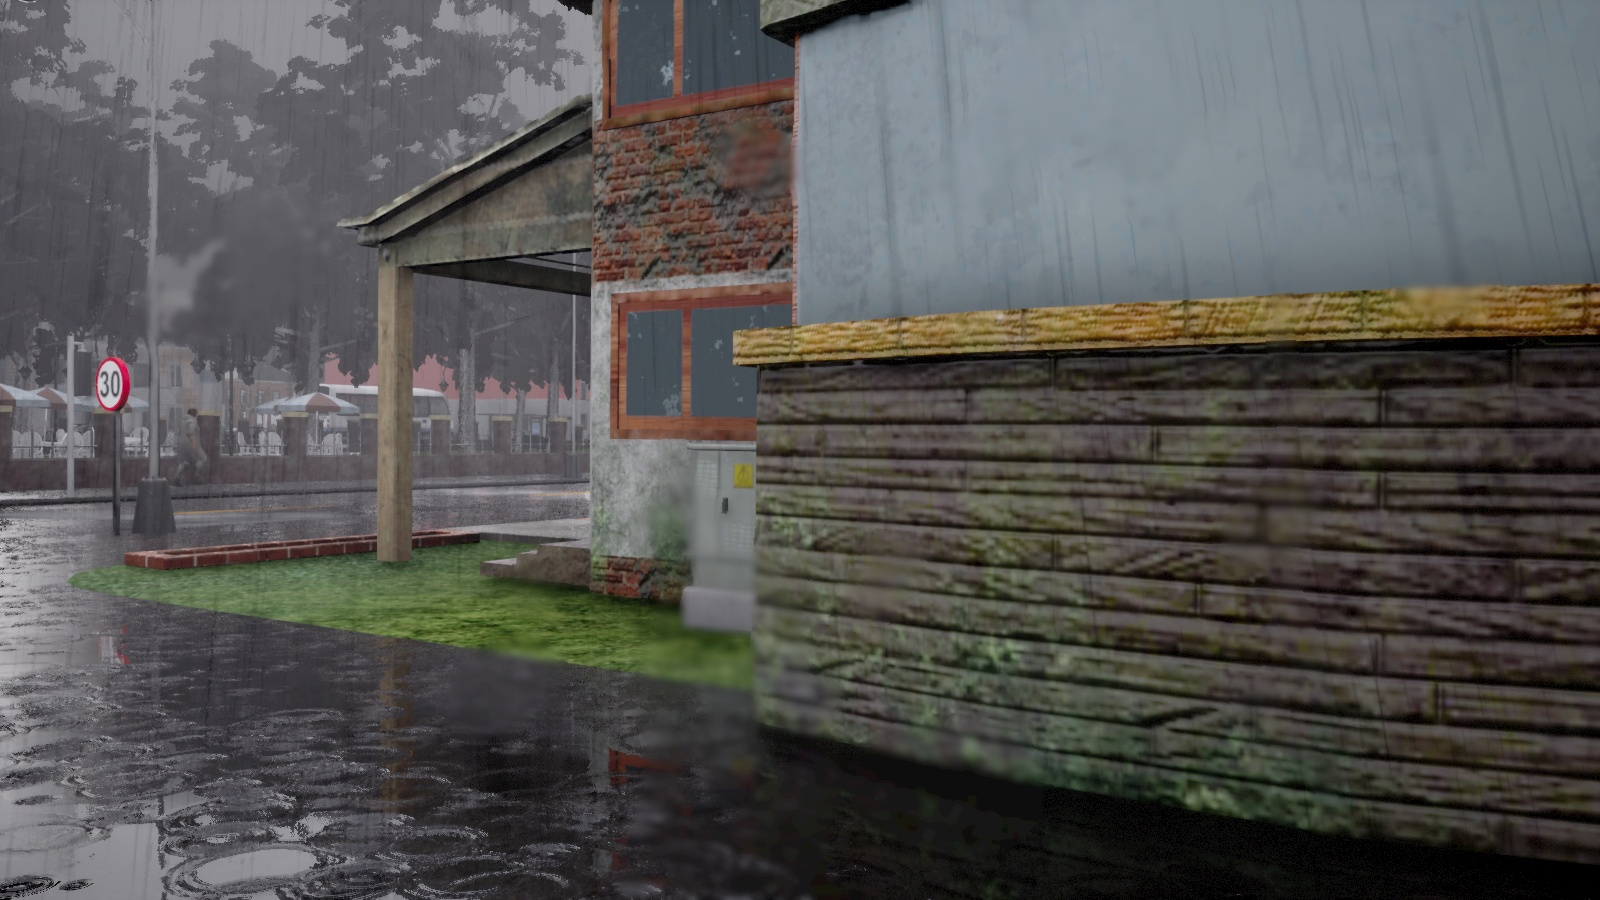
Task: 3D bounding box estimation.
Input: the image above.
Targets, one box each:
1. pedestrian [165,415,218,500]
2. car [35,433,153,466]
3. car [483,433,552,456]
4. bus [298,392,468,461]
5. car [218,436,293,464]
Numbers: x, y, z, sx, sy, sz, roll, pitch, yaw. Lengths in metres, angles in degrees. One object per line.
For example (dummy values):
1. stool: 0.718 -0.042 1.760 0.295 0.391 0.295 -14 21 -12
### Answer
1. pedestrian: -14.167 0.170 29.222 0.659 1.952 0.873 0 1 35
2. car: -37.408 -0.062 66.681 2.152 1.651 5.027 0 1 33
3. car: -20.658 -0.409 92.079 2.033 1.649 4.856 0 1 33
4. bus: -27.106 -1.524 82.317 3.944 4.253 10.273 0 1 33
5. car: -32.264 -0.015 74.493 1.789 1.549 3.705 0 1 33
